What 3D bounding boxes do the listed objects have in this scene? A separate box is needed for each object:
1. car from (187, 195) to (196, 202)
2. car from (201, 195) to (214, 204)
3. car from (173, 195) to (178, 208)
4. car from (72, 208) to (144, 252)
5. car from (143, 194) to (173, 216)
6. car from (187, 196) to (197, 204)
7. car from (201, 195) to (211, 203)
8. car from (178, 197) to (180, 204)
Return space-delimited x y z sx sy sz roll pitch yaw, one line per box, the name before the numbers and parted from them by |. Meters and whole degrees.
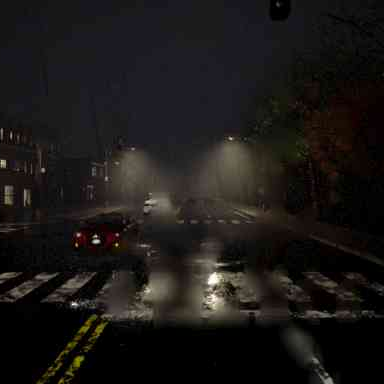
car | -0.160 1.510 74.673 2.033 1.411 5.357 0 0 0
car | 3.205 1.577 63.231 1.895 1.301 4.718 0 0 0
car | -3.451 1.489 49.116 1.837 1.490 4.892 0 0 0
car | -3.382 1.561 13.762 1.994 1.385 4.181 0 0 0
car | -3.424 1.211 33.004 2.150 2.045 5.566 0 0 0
car | -0.050 1.576 64.475 1.895 1.301 4.718 0 0 0
car | 3.080 1.494 73.237 2.128 1.511 4.902 0 0 0
car | -3.445 1.328 61.920 2.097 1.767 4.553 0 0 0
